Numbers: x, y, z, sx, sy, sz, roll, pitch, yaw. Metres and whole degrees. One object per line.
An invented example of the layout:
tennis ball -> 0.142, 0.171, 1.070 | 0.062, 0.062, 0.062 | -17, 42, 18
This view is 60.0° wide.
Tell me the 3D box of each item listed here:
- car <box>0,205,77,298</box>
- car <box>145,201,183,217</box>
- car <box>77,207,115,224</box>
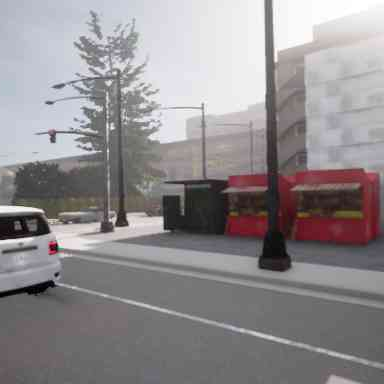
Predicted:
car -> -5.375, 1.335, 7.795 | 5.566, 2.045, 2.150 | 0, 0, 36
car -> -3.071, 1.726, 36.836 | 2.097, 1.767, 4.553 | -2, -1, 36
car -> -9.028, 1.977, 28.620 | 1.895, 1.301, 4.718 | -2, -1, 36
